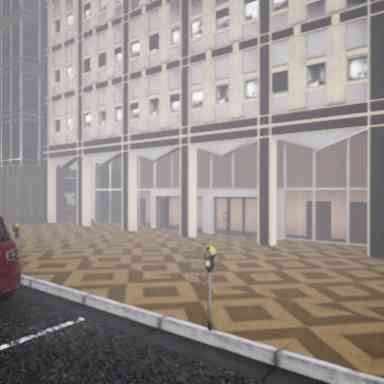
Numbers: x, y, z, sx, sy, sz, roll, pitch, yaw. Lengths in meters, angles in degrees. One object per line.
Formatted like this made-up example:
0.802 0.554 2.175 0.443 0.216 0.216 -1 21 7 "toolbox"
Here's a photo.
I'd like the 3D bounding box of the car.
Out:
-5.464 1.268 6.777 5.009 1.841 2.192 0 0 35 "car"
